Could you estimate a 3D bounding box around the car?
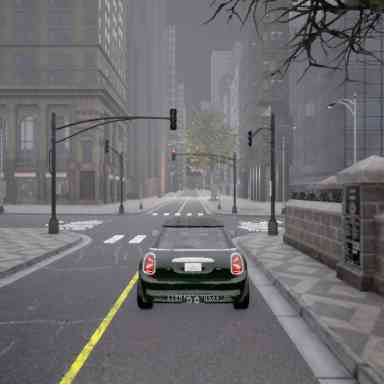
[{"bbox_3d":[0.034,1.354,8.038,2.097,1.767,4.553,0,0,0],"label":"car"}]
